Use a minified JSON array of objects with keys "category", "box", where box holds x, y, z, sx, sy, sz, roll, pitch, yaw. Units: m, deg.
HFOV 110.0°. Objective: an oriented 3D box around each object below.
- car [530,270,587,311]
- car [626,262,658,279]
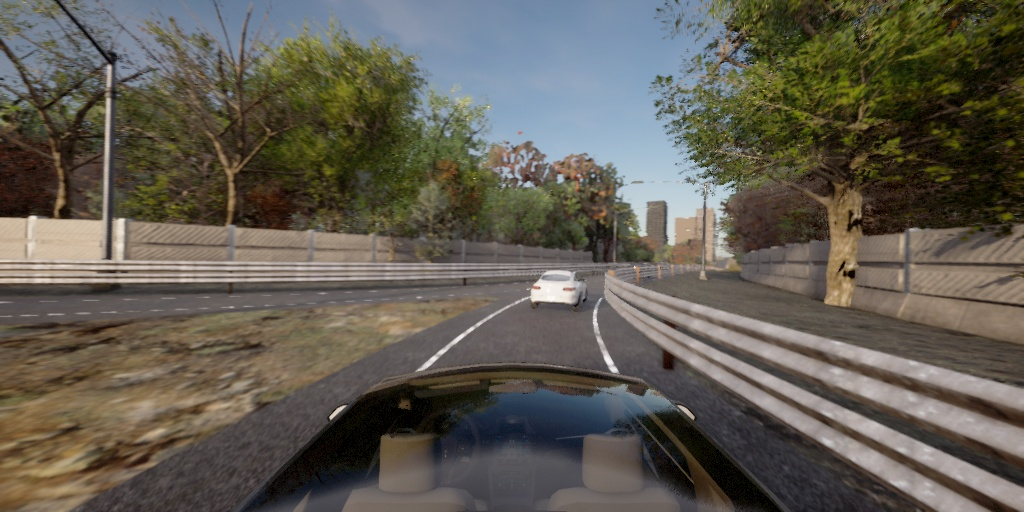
[{"category":"car","box":[2.011,1.303,14.731,1.812,1.442,4.674,1,0,16]},{"category":"car","box":[13.150,1.531,36.954,2.128,1.511,4.902,2,0,31]}]
